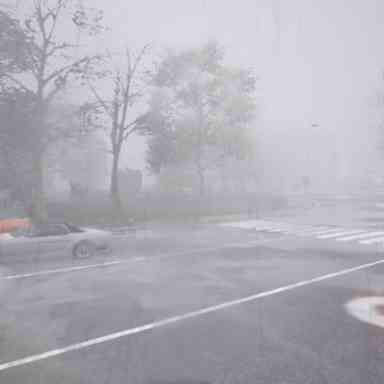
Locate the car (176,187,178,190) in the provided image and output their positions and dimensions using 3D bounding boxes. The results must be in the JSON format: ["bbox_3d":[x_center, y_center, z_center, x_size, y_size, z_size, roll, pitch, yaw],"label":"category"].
[{"bbox_3d":[-2.090,-0.170,58.706,2.231,1.521,4.892,-2,2,15],"label":"car"}]

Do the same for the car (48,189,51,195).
[{"bbox_3d":[-32.906,0.012,82.024,2.097,1.535,5.008,0,3,18],"label":"car"}]

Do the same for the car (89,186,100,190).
[{"bbox_3d":[-21.215,-0.135,72.829,2.435,2.045,5.566,-1,3,17],"label":"car"}]

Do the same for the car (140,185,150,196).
[{"bbox_3d":[-6.919,-0.315,62.210,2.435,2.045,5.566,-2,2,16],"label":"car"}]

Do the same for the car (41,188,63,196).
[{"bbox_3d":[-35.241,-0.014,83.873,2.097,1.535,5.008,-1,3,19],"label":"car"}]

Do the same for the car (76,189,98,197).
[{"bbox_3d":[-23.568,0.109,74.677,2.231,1.521,4.892,-1,2,18],"label":"car"}]

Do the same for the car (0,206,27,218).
[{"bbox_3d":[-8.490,1.364,12.661,4.553,1.767,2.097,-1,0,-36],"label":"car"}]

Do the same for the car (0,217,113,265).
[{"bbox_3d":[-5.127,1.594,10.771,4.718,1.301,1.895,-1,0,-36],"label":"car"}]

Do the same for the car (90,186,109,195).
[{"bbox_3d":[-18.841,0.142,71.037,2.163,1.488,4.792,-1,2,17],"label":"car"}]

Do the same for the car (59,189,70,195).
[{"bbox_3d":[-28.269,-0.059,78.302,2.185,1.767,4.553,-1,3,18],"label":"car"}]

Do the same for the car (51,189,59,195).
[{"bbox_3d":[-30.642,0.046,79.995,1.946,1.575,5.366,0,3,18],"label":"car"}]
